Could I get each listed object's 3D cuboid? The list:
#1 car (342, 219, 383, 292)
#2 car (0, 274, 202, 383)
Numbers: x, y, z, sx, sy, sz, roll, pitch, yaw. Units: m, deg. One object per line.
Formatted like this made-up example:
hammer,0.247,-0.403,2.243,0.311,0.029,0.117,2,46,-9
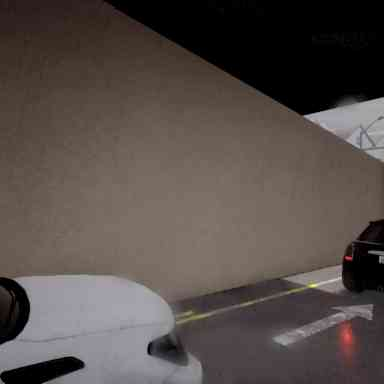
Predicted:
car,5.521,1.352,7.702,4.553,1.767,2.097,0,0,-36
car,-2.573,1.221,1.953,5.566,2.045,2.150,0,0,-35
